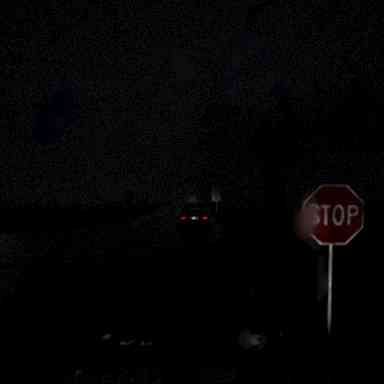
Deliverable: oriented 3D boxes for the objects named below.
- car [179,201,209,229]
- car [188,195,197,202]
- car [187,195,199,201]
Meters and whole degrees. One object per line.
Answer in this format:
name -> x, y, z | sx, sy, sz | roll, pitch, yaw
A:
car -> 0.120, 1.516, 21.084 | 2.033, 1.411, 5.357 | 0, 0, 0
car -> 0.097, 1.424, 71.577 | 1.882, 1.535, 5.008 | 0, 0, 0
car -> 0.083, 1.660, 61.586 | 1.895, 1.301, 4.718 | 0, 0, 0
